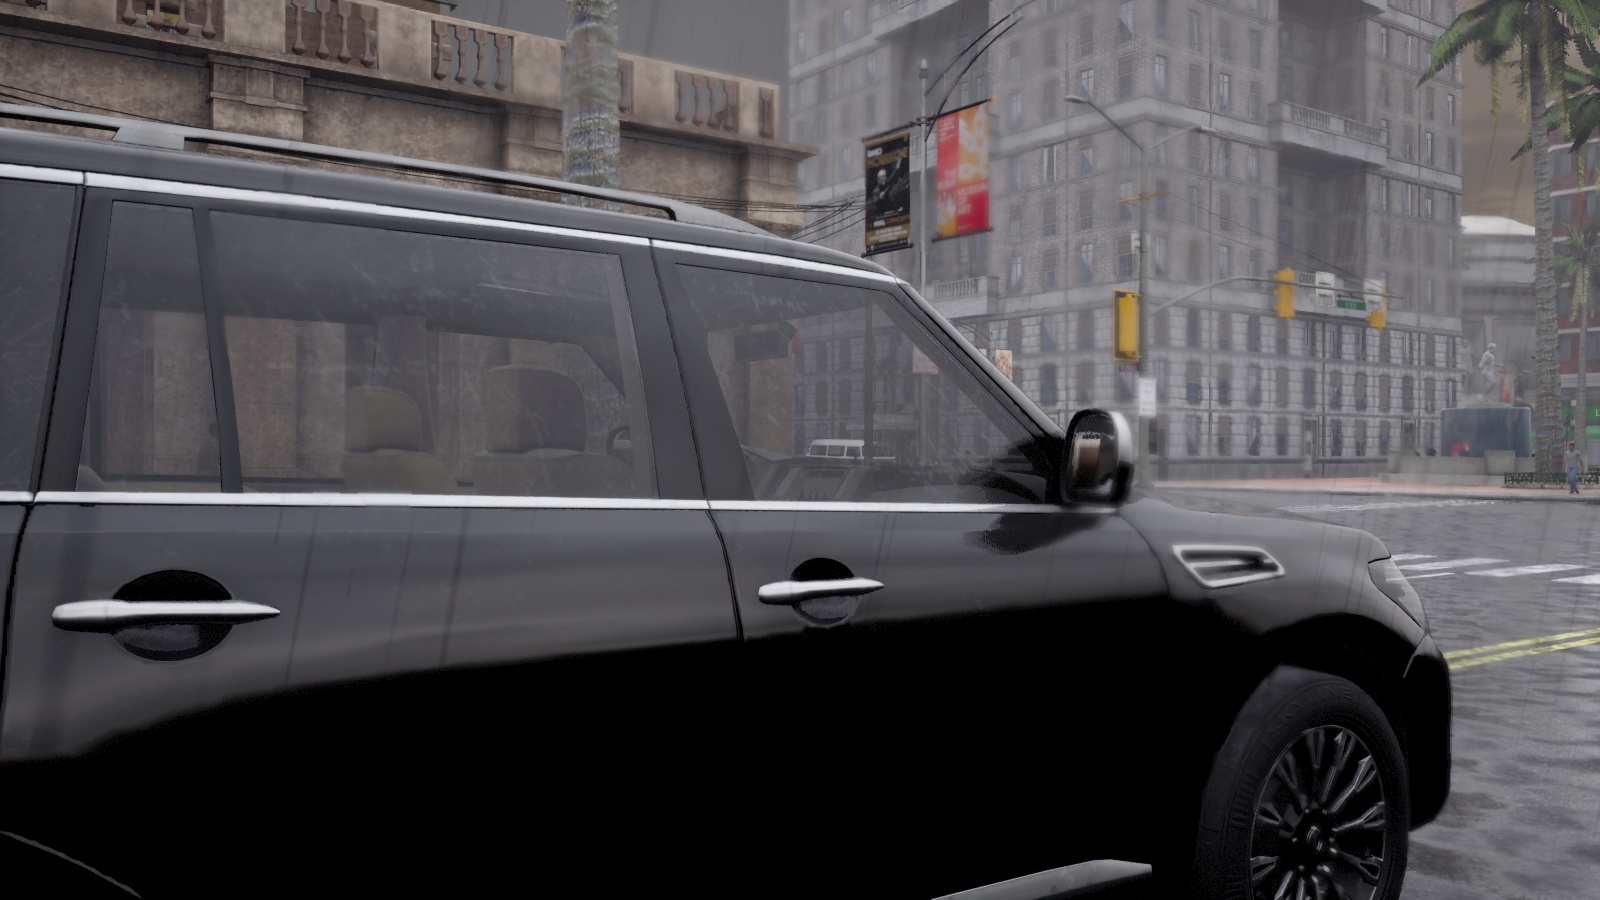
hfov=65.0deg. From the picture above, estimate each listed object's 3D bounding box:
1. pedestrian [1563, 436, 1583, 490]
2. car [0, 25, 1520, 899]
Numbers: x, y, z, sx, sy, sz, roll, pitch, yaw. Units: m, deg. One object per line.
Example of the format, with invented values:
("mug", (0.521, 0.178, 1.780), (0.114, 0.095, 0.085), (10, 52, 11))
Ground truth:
("pedestrian", (26.452, 0.450, 42.968), (0.706, 1.836, 0.354), (0, 0, -36))
("car", (-0.661, 0.473, 3.201), (5.566, 2.045, 2.150), (0, 0, -35))
